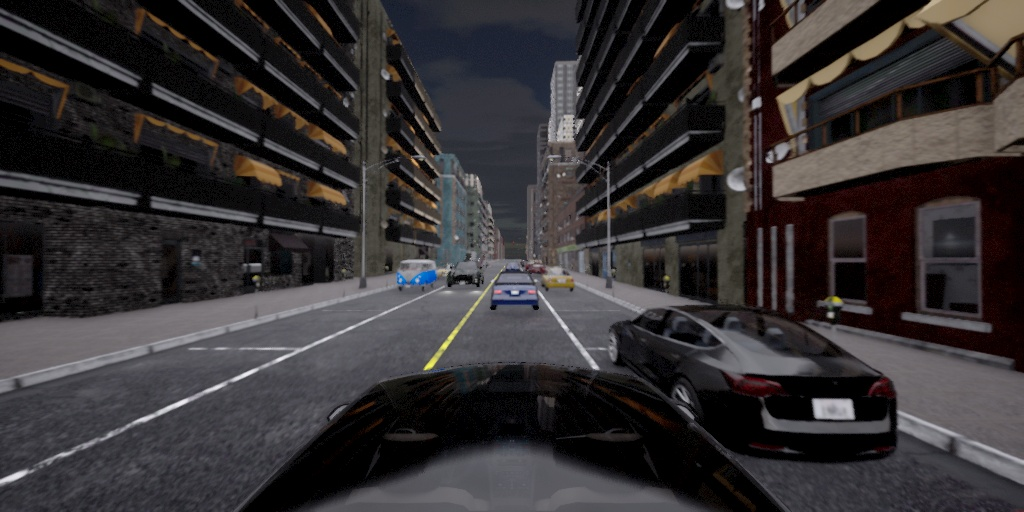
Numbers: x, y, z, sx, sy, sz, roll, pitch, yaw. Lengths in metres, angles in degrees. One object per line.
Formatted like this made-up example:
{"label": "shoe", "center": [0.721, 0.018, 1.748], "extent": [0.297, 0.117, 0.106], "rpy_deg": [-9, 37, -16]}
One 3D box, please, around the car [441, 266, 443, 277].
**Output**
{"label": "car", "center": [-5.691, 1.332, 32.547], "extent": [1.751, 1.417, 4.829], "rpy_deg": [0, 0, 0]}

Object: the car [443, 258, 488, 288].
{"label": "car", "center": [-3.001, 1.064, 23.989], "extent": [2.097, 1.767, 4.553], "rpy_deg": [0, 0, 0]}

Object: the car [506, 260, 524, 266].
{"label": "car", "center": [0.097, 1.381, 45.737], "extent": [2.033, 1.411, 5.357], "rpy_deg": [0, 0, 0]}

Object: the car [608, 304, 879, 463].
{"label": "car", "center": [2.692, 1.322, 5.088], "extent": [1.948, 1.339, 4.313], "rpy_deg": [0, 0, 0]}

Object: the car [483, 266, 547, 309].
{"label": "car", "center": [0.101, 1.321, 14.985], "extent": [2.033, 1.411, 5.357], "rpy_deg": [0, 0, 0]}

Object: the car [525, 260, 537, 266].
{"label": "car", "center": [2.690, 1.400, 38.228], "extent": [1.802, 1.307, 4.207], "rpy_deg": [0, 0, 0]}

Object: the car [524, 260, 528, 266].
{"label": "car", "center": [2.689, 1.387, 49.275], "extent": [1.888, 1.381, 4.507], "rpy_deg": [0, 0, 0]}

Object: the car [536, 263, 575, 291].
{"label": "car", "center": [2.691, 1.312, 21.827], "extent": [1.751, 1.417, 4.829], "rpy_deg": [0, 0, 0]}

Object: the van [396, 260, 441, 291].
{"label": "van", "center": [-5.690, 1.126, 21.669], "extent": [1.690, 1.789, 3.998], "rpy_deg": [0, 0, 0]}
